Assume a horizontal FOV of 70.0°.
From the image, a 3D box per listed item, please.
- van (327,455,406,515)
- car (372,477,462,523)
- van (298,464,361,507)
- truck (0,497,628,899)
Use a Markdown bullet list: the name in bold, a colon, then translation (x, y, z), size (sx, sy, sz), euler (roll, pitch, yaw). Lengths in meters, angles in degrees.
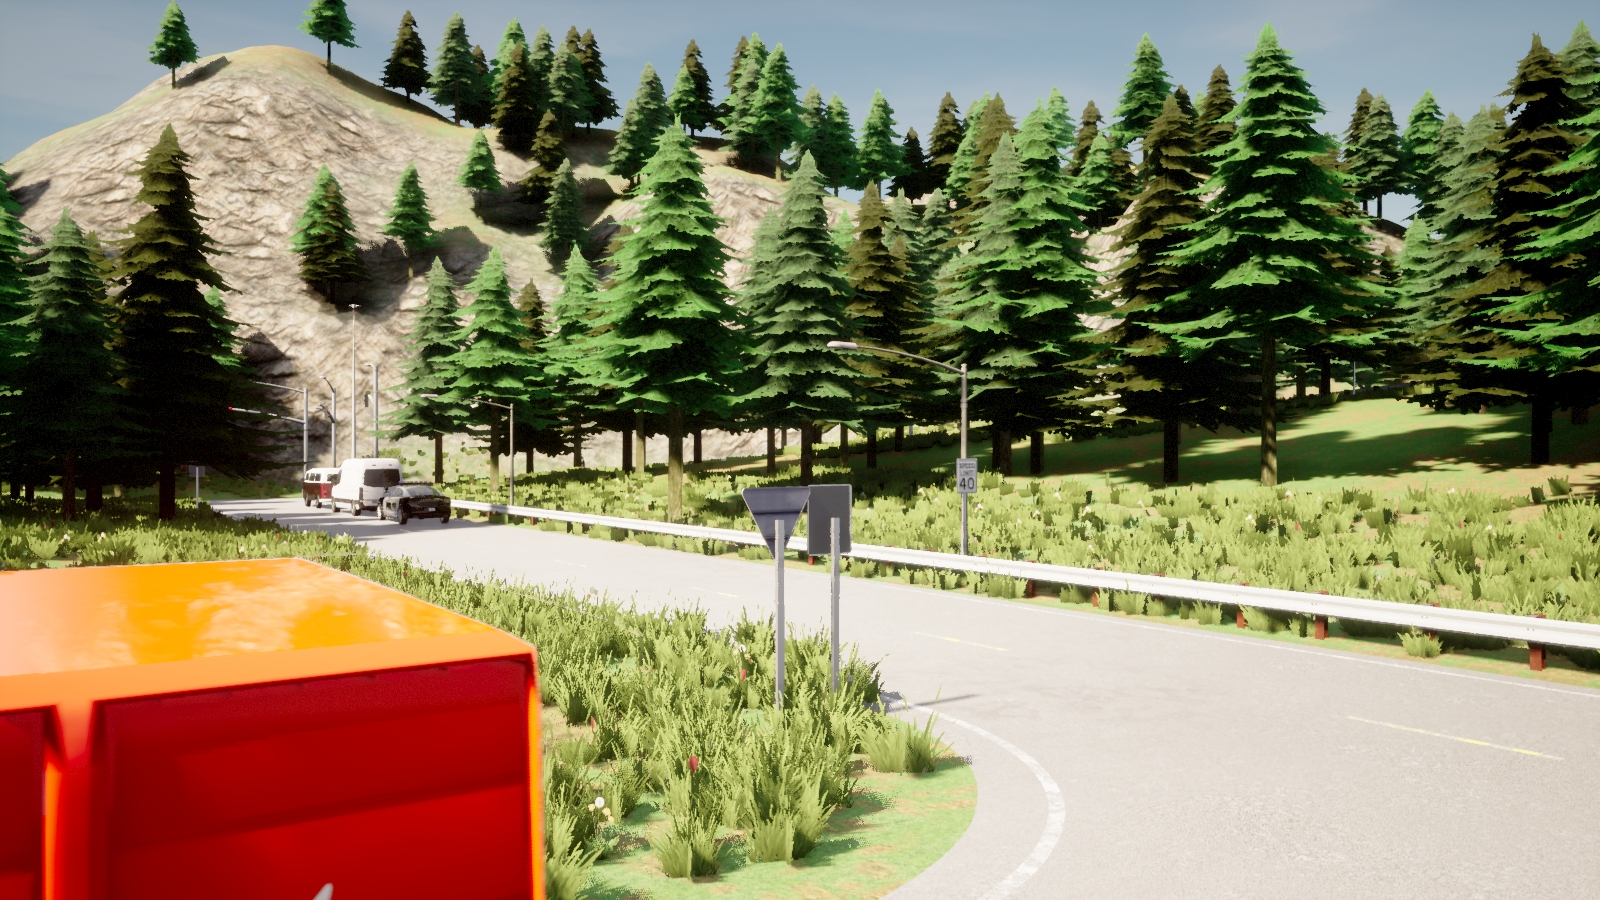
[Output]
- **van**: translation (-20.079, 1.534, 52.765), size (1.988, 2.561, 5.915), euler (0, 0, -35)
- **car**: translation (-15.723, 1.982, 46.760), size (2.097, 1.638, 5.238), euler (0, 0, -35)
- **van**: translation (-24.143, 1.782, 58.581), size (2.069, 2.038, 4.480), euler (0, 0, -35)
- **truck**: translation (-3.185, 1.423, 1.600), size (5.204, 2.467, 2.627), euler (0, 0, -35)
